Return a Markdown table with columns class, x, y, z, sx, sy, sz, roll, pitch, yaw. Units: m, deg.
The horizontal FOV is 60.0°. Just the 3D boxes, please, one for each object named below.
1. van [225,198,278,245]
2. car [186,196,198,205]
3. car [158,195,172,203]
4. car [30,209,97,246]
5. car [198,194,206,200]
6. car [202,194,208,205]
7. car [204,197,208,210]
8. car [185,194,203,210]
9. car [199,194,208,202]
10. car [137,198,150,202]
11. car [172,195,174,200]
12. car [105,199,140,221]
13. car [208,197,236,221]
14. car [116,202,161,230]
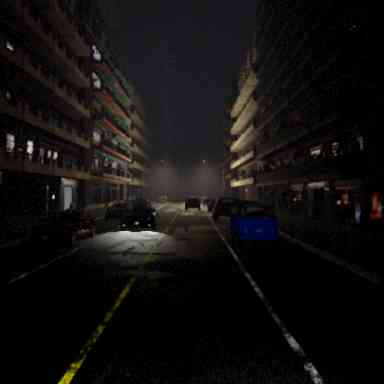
| class | x | y | z | sx | sy | sz | roll | pitch | yaw |
| --- | --- | --- | --- | --- | --- | --- | --- | --- | --- |
| van | 2.689 | 1.322 | 15.170 | 1.690 | 1.788 | 3.998 | 0 | 0 | 0 |
| car | 0.074 | 1.483 | 58.820 | 2.033 | 1.411 | 5.357 | 0 | 0 | 1 |
| car | -5.704 | 1.481 | 66.308 | 2.008 | 1.369 | 4.403 | 0 | 0 | 0 |
| car | -5.692 | 1.526 | 15.166 | 1.887 | 1.381 | 4.507 | 0 | 0 | 0 |
| car | 2.671 | 1.356 | 89.041 | 1.967 | 1.590 | 4.097 | 0 | 0 | 0 |
| car | 2.679 | 1.490 | 54.948 | 2.008 | 1.369 | 4.403 | 0 | 0 | 0 |
| car | 2.683 | 1.521 | 37.900 | 1.947 | 1.339 | 4.313 | 0 | 0 | 0 |
| car | 0.089 | 1.428 | 42.060 | 1.882 | 1.535 | 5.008 | 0 | 0 | 0 |
| car | 2.674 | 1.363 | 77.676 | 1.967 | 1.590 | 4.097 | 0 | 0 | 0 |
| car | -5.698 | 1.395 | 37.896 | 1.967 | 1.590 | 4.097 | 0 | 0 | 0 |
| car | -5.710 | 1.498 | 89.038 | 1.802 | 1.307 | 4.206 | 0 | 0 | 0 |
| car | -5.695 | 1.518 | 26.532 | 2.008 | 1.369 | 4.403 | 0 | 0 | 0 |
| car | 2.686 | 1.282 | 26.535 | 2.192 | 1.841 | 5.009 | 0 | 0 | 0 |
| car | -3.070 | 1.539 | 20.501 | 1.994 | 1.385 | 4.181 | 0 | 0 | 0 |
